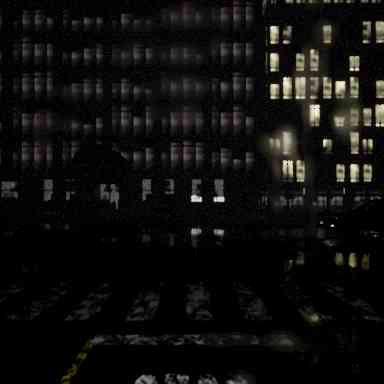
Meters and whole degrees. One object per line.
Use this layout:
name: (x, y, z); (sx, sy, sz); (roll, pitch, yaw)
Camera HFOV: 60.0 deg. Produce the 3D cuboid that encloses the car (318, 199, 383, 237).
car: (10.120, 1.422, 18.823); (5.566, 2.045, 2.150); (1, -1, 1)
